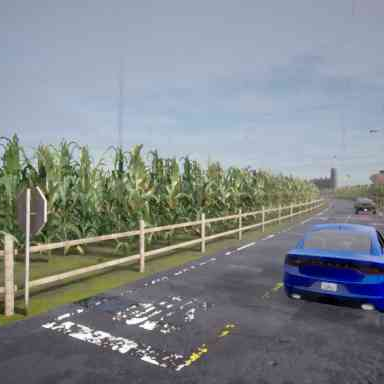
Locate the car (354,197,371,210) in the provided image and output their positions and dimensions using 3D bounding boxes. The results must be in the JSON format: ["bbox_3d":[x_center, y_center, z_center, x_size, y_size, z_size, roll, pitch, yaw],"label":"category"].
[{"bbox_3d":[22.673,1.505,44.343,1.837,1.490,4.892,0,0,24],"label":"car"}]

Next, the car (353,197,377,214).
[{"bbox_3d":[18.307,1.508,35.154,1.837,1.490,4.892,0,0,27],"label":"car"}]

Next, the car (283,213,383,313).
[{"bbox_3d":[3.614,1.479,7.875,1.882,1.535,5.008,0,0,30],"label":"car"}]
